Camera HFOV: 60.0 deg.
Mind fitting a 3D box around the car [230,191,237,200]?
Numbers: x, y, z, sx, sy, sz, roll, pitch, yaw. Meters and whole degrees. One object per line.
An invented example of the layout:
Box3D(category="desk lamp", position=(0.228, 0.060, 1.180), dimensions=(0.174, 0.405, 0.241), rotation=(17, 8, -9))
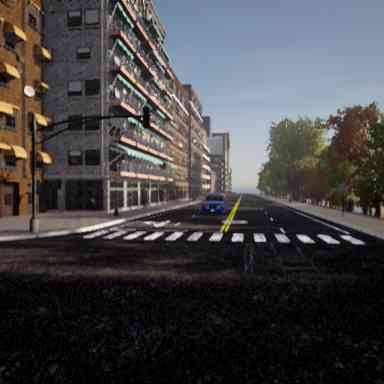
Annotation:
Box3D(category="car", position=(8.960, 0.774, 74.835), dimensions=(2.150, 2.045, 5.566), rotation=(0, 0, 9))

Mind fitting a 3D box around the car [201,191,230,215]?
Box3D(category="car", position=(2.210, 1.179, 31.834), dimensions=(2.150, 2.045, 5.566), rotation=(0, 2, 9))
